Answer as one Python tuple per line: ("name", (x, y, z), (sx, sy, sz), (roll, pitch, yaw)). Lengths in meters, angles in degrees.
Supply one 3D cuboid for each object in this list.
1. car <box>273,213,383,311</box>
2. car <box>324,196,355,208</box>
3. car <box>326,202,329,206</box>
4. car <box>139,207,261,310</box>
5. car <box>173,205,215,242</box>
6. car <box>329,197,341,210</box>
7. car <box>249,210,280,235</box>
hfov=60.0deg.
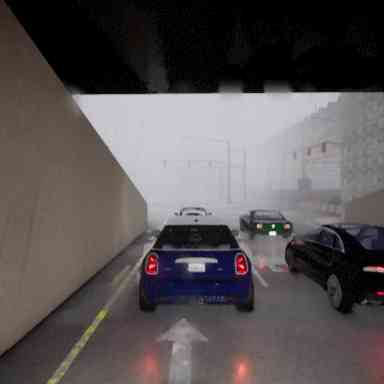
("car", (3.583, 1.468, 7.653), (2.128, 1.511, 4.902), (0, 0, 0))
("car", (17.552, 1.177, 39.402), (1.853, 1.218, 4.536), (0, 0, 45))
("car", (17.516, 1.334, 39.365), (2.038, 1.542, 4.974), (0, 0, 45))
("car", (0.084, 1.328, 7.919), (2.097, 1.767, 4.553), (0, 0, 0))
("car", (0.069, 1.475, 16.971), (1.812, 1.442, 4.674), (0, 0, 0))
("car", (17.414, 1.348, 34.758), (2.038, 1.542, 4.974), (0, 0, -35))
("car", (3.591, 1.550, 16.980), (1.895, 1.301, 4.718), (0, 0, 0))
